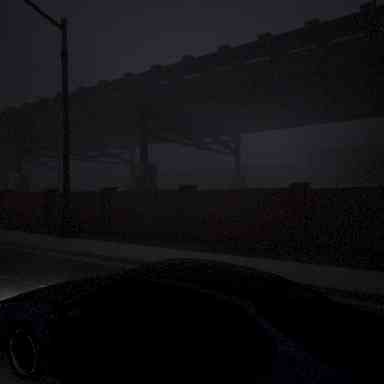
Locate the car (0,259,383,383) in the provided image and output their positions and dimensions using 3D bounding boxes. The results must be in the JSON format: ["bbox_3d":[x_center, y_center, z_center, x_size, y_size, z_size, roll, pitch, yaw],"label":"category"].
[{"bbox_3d":[-0.141,1.546,3.824,5.357,1.411,2.033,0,0,32],"label":"car"}]
